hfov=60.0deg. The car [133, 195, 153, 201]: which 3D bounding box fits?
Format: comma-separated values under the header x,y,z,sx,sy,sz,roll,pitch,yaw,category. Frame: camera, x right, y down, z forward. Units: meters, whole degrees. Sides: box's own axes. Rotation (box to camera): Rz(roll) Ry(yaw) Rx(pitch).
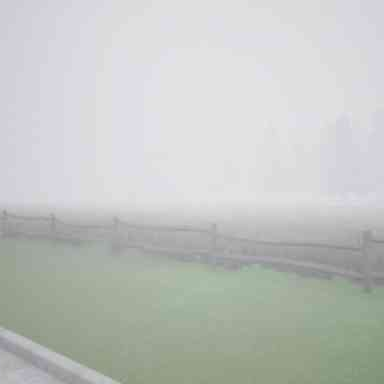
x,y,z,sx,sy,sz,roll,pitch,yaw,category
-10.938,1.503,73.861,4.605,1.855,1.932,0,0,35,car
